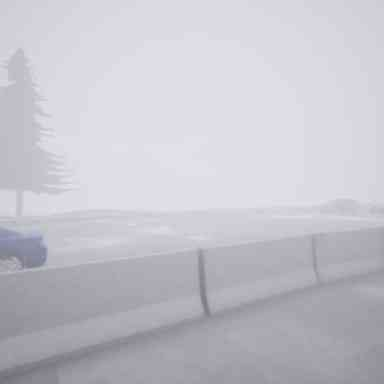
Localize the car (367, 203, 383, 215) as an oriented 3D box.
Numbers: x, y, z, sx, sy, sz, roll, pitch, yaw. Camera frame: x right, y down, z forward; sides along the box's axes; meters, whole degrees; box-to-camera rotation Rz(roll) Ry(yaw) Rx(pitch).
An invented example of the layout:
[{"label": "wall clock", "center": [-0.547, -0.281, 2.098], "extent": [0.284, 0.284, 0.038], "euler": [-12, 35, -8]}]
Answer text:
[{"label": "car", "center": [18.172, 1.490, 30.149], "extent": [4.718, 1.301, 1.895], "euler": [0, 0, -26]}]

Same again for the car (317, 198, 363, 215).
[{"label": "car", "center": [14.345, 1.383, 32.165], "extent": [4.892, 1.490, 1.837], "euler": [0, 0, -26]}]

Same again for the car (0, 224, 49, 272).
[{"label": "car", "center": [-6.193, 1.439, 8.057], "extent": [5.008, 1.535, 1.882], "euler": [0, 0, -35]}]
